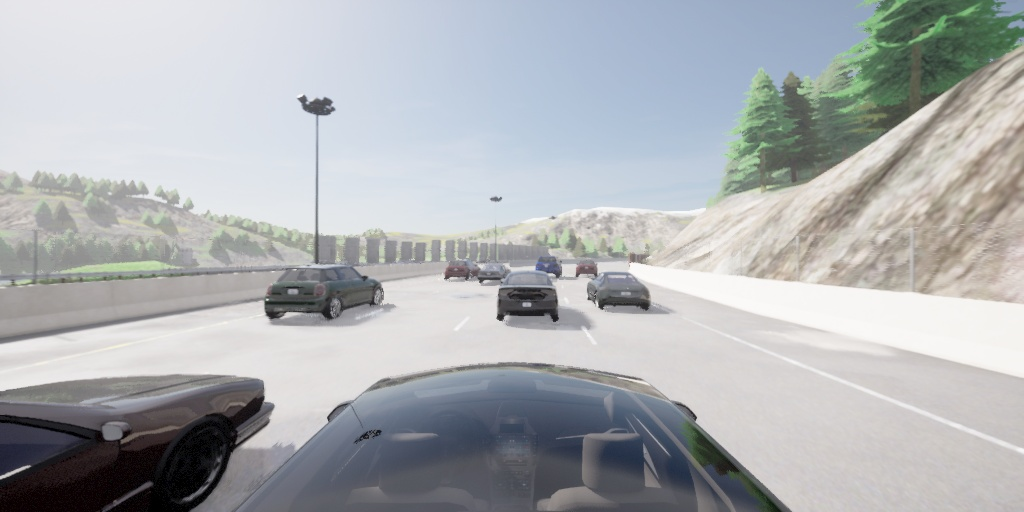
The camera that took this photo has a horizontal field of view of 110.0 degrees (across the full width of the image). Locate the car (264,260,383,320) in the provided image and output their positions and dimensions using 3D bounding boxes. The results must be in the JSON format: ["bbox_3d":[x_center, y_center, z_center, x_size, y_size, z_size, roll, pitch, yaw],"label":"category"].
[{"bbox_3d":[-6.402,1.091,12.816,2.097,1.767,4.553,0,0,4],"label":"car"}]

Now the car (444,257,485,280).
[{"bbox_3d":[-4.174,1.105,31.009,2.097,1.767,4.553,0,0,10],"label":"car"}]

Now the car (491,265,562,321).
[{"bbox_3d":[0.584,1.234,12.662,1.882,1.535,5.008,0,0,4],"label":"car"}]

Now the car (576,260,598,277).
[{"bbox_3d":[7.583,1.138,36.296,2.097,1.767,4.553,0,0,12],"label":"car"}]

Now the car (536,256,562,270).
[{"bbox_3d":[3.575,0.996,34.448,2.150,2.045,5.566,0,0,11],"label":"car"}]

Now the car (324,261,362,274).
[{"bbox_3d":[-19.917,1.281,42.437,1.994,1.385,4.181,0,0,13],"label":"car"}]

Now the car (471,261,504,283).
[{"bbox_3d":[-1.246,1.306,27.566,2.033,1.411,5.357,0,0,9],"label":"car"}]

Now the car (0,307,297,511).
[{"bbox_3d":[-3.382,1.288,1.194,2.033,1.411,5.357,0,0,0],"label":"car"}]

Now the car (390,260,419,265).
[{"bbox_3d":[-12.860,1.228,41.971,2.128,1.511,4.902,0,0,13],"label":"car"}]

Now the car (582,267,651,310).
[{"bbox_3d":[4.292,1.331,14.982,1.994,1.385,4.181,0,0,5],"label":"car"}]
